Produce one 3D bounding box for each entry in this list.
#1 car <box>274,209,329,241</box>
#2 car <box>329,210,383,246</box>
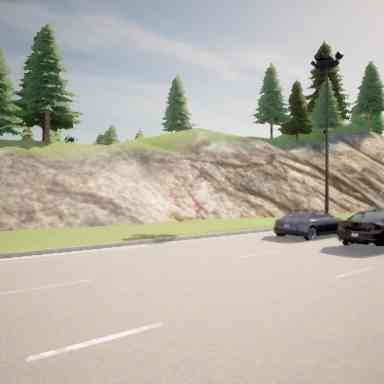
[{"bbox_3d":[6.094,1.569,16.898,4.181,1.385,1.994,0,0,-36],"label":"car"},{"bbox_3d":[8.163,1.482,14.075,5.008,1.535,1.882,0,0,-36],"label":"car"}]
